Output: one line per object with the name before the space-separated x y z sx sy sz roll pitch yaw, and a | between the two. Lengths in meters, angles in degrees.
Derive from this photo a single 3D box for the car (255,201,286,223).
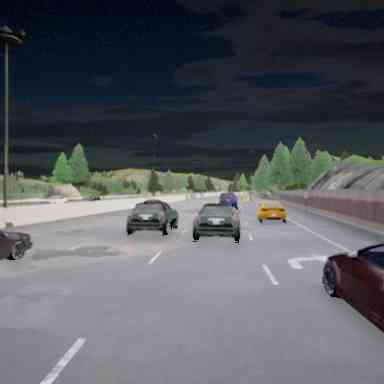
car | 5.940 1.417 25.376 1.882 1.535 5.008 0 0 7

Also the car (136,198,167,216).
car | -3.790 1.396 31.870 1.812 1.442 4.674 0 0 8

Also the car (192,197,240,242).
car | 1.263 1.301 16.267 2.097 1.767 4.553 0 0 6

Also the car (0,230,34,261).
car | -6.525 1.484 8.977 2.033 1.411 5.357 0 0 4

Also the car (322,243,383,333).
car | 3.848 1.562 5.799 1.994 1.385 4.181 0 0 3

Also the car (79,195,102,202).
car | -15.472 1.263 50.859 2.128 1.511 4.902 0 0 8

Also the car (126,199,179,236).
car | -2.015 1.278 18.311 2.097 1.767 4.553 0 0 7

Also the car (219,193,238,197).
car | 4.404 1.101 40.332 2.150 2.045 5.566 0 0 8

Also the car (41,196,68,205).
car | -19.488 1.266 47.515 1.812 1.442 4.674 0 0 8
